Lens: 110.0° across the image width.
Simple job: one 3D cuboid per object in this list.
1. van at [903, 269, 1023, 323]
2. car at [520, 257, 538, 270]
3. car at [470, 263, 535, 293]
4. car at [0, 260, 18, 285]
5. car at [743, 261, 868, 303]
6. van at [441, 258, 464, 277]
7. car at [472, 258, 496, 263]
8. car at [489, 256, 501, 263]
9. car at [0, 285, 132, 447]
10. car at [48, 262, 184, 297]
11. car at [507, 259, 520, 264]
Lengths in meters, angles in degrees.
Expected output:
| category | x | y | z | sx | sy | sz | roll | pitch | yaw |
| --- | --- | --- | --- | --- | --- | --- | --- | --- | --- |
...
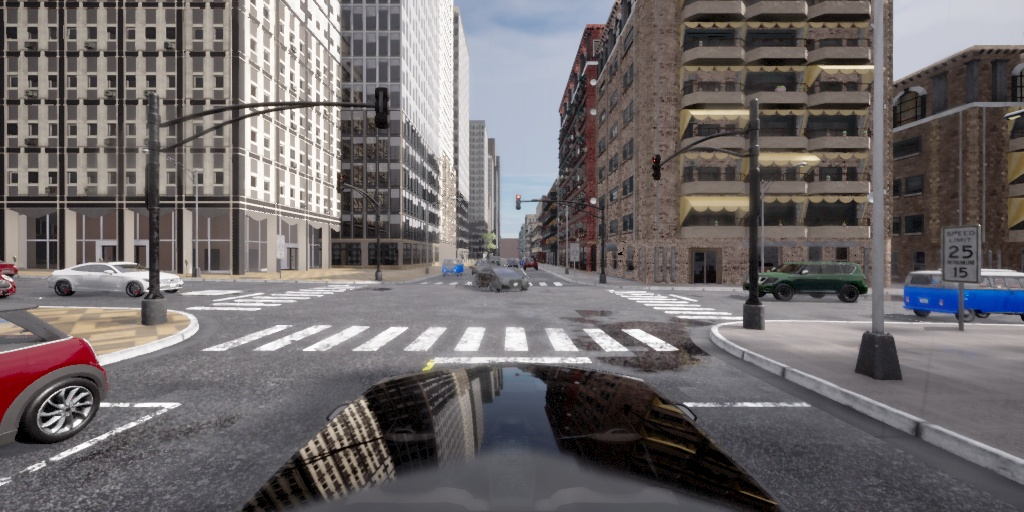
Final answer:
| category | x | y | z | sx | sy | sz | roll | pitch | yaw |
| --- | --- | --- | --- | --- | --- | --- | --- | --- | --- |
| van | 16.905 | 1.453 | 13.099 | 3.998 | 1.789 | 1.690 | 0 | 0 | 0 |
| car | 2.661 | 1.079 | 51.502 | 2.192 | 1.841 | 5.009 | 0 | 0 | 0 |
| car | -0.736 | 1.322 | 21.218 | 1.994 | 1.385 | 4.181 | 1 | 0 | -28 |
| car | -21.154 | 0.818 | 13.128 | 4.097 | 1.591 | 1.967 | 0 | 0 | 0 |
| car | 15.449 | 1.297 | 19.020 | 5.566 | 2.045 | 2.150 | 1 | 0 | 0 |
| van | -5.710 | 1.097 | 34.843 | 1.690 | 1.789 | 3.998 | 0 | 0 | 0 |
| car | -3.122 | 1.249 | 37.162 | 2.128 | 1.511 | 4.902 | 0 | 0 | 0 |
| car | -3.098 | 0.994 | 60.933 | 2.150 | 2.045 | 5.566 | 0 | 0 | 0 |
| car | -5.691 | 1.190 | 2.369 | 1.967 | 1.591 | 4.097 | 0 | 0 | 0 |
| car | -17.274 | 0.975 | 15.724 | 4.674 | 1.442 | 1.812 | 1 | 0 | -2 |
| car | 0.064 | 1.372 | 61.482 | 1.895 | 1.301 | 4.718 | 0 | 0 | 0 |
